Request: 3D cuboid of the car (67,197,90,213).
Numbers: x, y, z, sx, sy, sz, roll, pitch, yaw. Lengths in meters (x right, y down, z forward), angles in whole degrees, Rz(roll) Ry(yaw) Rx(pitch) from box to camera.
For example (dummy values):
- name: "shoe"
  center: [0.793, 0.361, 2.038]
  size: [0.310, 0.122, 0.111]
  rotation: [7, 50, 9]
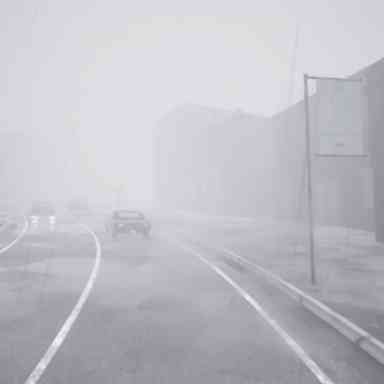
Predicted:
- name: "car"
  center: [-12.912, 1.355, 37.722]
  size: [2.097, 1.767, 4.553]
  rotation: [2, 0, -24]

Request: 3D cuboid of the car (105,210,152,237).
- name: "car"
  center: [-3.649, 1.660, 18.348]
  size: [1.895, 1.301, 4.718]
  rotation: [1, 0, -21]

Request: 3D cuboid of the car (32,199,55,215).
- name: "car"
  center: [-14.580, 1.448, 32.602]
  size: [1.812, 1.442, 4.674]
  rotation: [2, -1, -28]
